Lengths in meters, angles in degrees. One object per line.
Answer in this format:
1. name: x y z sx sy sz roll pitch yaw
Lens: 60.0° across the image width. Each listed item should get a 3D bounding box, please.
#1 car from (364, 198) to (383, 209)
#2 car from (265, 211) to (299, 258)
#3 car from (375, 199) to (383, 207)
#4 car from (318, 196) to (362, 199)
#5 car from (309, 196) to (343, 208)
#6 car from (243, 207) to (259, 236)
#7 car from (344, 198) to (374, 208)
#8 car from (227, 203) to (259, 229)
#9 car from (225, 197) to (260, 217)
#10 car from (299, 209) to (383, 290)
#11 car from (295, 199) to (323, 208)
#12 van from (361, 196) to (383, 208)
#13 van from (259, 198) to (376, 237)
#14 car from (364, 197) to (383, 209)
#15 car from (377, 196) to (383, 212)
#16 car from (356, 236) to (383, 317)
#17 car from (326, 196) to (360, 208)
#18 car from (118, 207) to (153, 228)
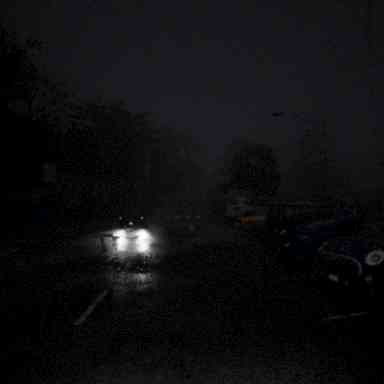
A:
1. car: 21.250 1.899 42.660 2.163 1.488 4.792 0 0 -22
2. car: 5.364 1.585 11.508 5.008 1.535 2.097 1 -1 -20
3. car: 36.052 2.036 59.986 2.231 1.521 4.892 1 -2 -22
4. car: 18.334 1.616 42.545 2.435 2.045 5.566 0 0 -21
5. car: 23.946 1.775 59.690 2.435 2.045 5.566 0 -1 -21
6. car: 5.375 1.677 17.510 4.674 1.452 2.002 1 0 -20
7. car: 30.002 1.906 59.858 2.185 1.767 4.553 1 -2 -22
8. car: 5.192 1.658 20.452 5.366 1.575 1.946 1 0 -20
9. car: 5.377 1.466 26.547 5.566 2.045 2.435 1 -1 -20
10. car: 5.404 1.434 8.506 4.553 1.767 2.185 1 0 -20
11. car: 20.923 2.053 59.604 2.163 1.488 4.792 0 -1 -21
12. van: 32.983 1.809 60.012 1.878 1.987 4.442 0 -1 -22
13. van: 5.483 1.387 14.555 4.442 1.987 1.878 1 -1 -20
14. car: 24.215 1.621 42.744 2.435 2.045 5.566 0 0 -21
15. car: 27.174 1.623 42.819 2.435 2.045 5.566 0 0 -21
16. car: 5.367 1.573 5.496 4.674 1.452 2.002 1 0 -20
17. car: 27.007 1.776 59.729 2.435 2.045 5.566 1 -2 -22
18. car: -4.038 1.811 24.304 1.895 1.301 4.718 0 -1 0
